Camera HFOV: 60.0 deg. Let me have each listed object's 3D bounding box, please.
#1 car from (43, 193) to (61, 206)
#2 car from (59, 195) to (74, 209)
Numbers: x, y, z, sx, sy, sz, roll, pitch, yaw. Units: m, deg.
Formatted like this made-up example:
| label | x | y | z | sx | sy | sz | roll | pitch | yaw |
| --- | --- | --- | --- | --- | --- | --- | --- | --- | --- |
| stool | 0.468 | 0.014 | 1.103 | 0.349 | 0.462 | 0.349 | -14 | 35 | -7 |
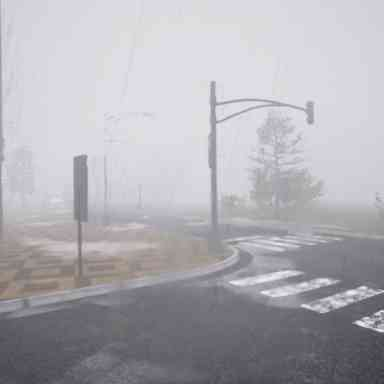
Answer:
| label | x | y | z | sx | sy | sz | roll | pitch | yaw |
| --- | --- | --- | --- | --- | --- | --- | --- | --- | --- |
| car | -23.790 | 1.275 | 56.741 | 2.150 | 2.045 | 5.566 | -1 | 1 | -37 |
| car | -16.589 | 1.531 | 47.037 | 2.128 | 1.511 | 4.902 | -1 | 0 | -36 |
